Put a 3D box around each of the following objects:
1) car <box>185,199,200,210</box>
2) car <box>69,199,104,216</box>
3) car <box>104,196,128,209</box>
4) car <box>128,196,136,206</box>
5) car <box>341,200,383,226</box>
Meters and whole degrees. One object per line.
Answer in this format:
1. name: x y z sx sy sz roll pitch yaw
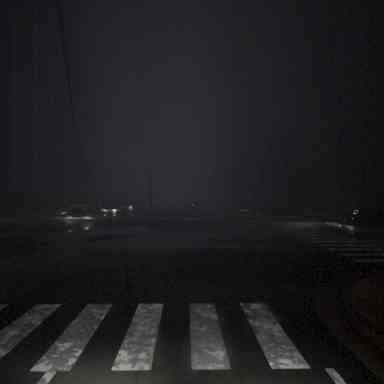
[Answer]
1. car: 0.051 1.558 43.741 1.994 1.385 4.181 0 0 0
2. car: -10.631 1.474 33.254 1.882 1.535 5.008 0 0 0
3. car: -10.636 1.542 45.319 2.033 1.411 5.357 0 0 0
4. car: -10.592 1.498 55.797 1.837 1.490 4.892 0 0 1
5. car: 12.570 1.294 22.526 4.553 1.767 2.097 0 0 0
